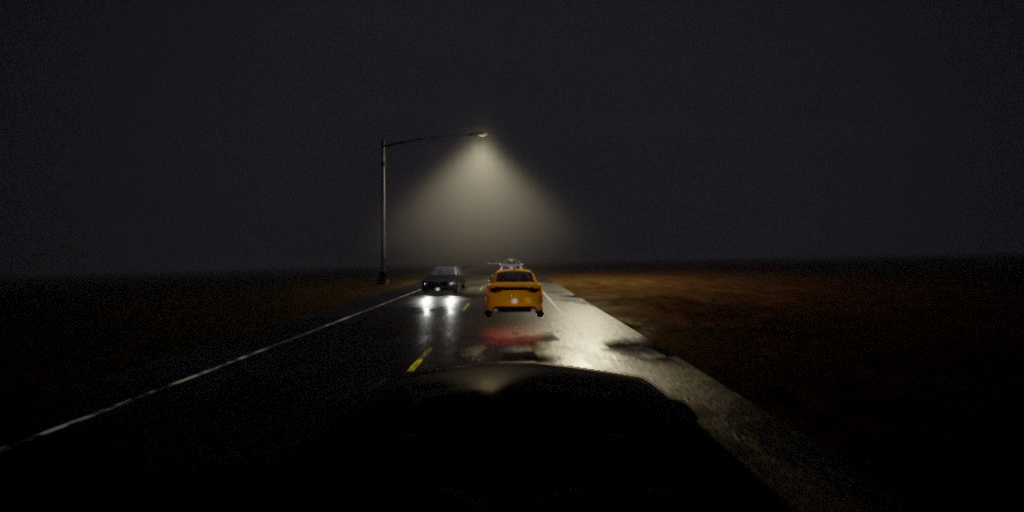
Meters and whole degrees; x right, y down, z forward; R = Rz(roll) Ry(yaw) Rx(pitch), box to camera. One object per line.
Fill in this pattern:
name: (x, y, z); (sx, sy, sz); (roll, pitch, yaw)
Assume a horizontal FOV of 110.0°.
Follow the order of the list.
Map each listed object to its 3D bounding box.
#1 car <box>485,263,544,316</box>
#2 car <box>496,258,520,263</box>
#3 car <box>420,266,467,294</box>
car: (0.069, 1.199, 13.307); (1.882, 1.535, 5.008); (0, 0, 0)
car: (-0.065, 1.035, 31.278); (2.097, 1.767, 4.553); (0, 0, -1)
car: (-3.664, 1.254, 20.294); (2.033, 1.411, 5.357); (0, 0, 0)
